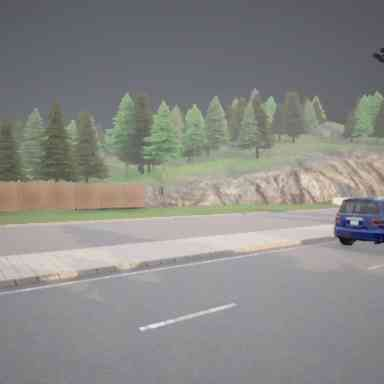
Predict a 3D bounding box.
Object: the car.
[{"bbox_3d":[8.293,1.255,14.084,5.566,2.045,2.150,0,0,-36],"label":"car"}]
